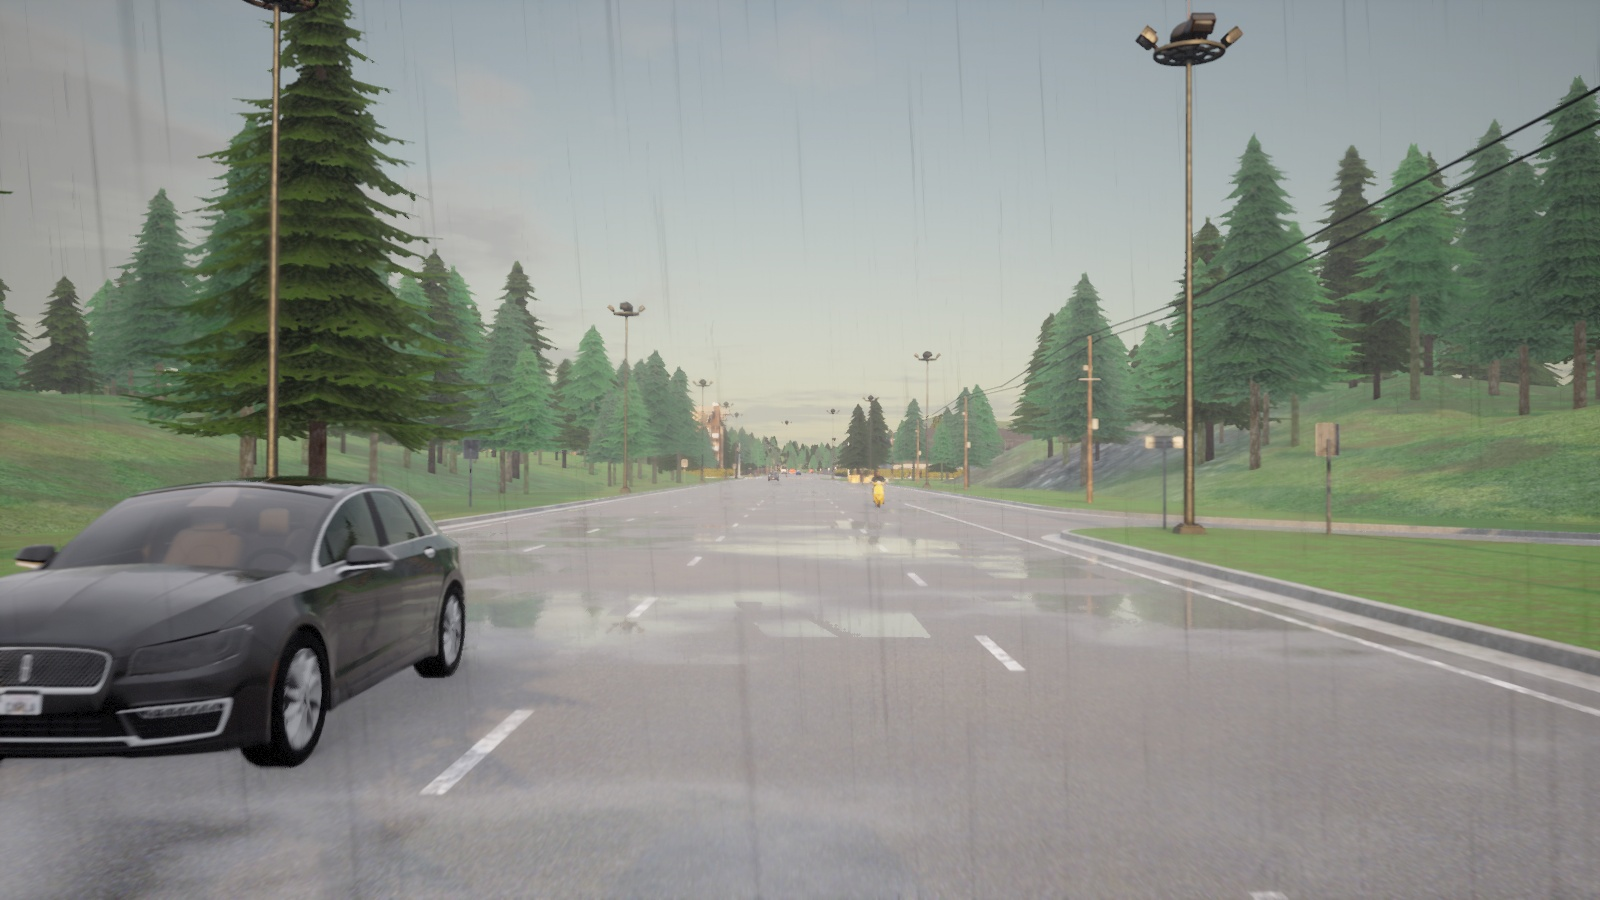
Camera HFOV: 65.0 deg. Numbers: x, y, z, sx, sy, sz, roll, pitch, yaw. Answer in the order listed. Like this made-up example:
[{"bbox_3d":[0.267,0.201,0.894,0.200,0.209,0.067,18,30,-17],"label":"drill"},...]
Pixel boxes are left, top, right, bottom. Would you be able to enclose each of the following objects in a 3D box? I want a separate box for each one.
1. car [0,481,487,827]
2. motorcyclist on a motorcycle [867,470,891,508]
[{"bbox_3d":[-3.520,0.968,8.024,1.837,1.490,4.892,0,-1,0],"label":"car"},{"bbox_3d":[3.370,1.652,53.613,0.866,1.590,1.817,0,-1,0],"label":"motorcyclist on a motorcycle"}]
